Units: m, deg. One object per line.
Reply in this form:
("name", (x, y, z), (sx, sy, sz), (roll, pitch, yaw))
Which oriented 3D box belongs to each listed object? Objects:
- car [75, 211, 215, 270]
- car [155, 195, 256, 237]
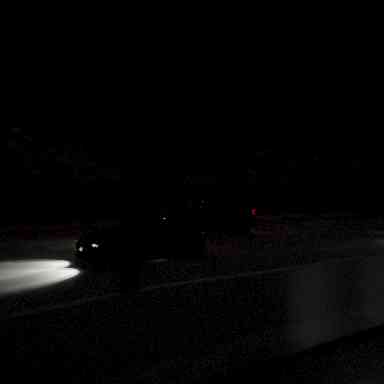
("car", (-1.615, 1.538, 11.005), (4.181, 1.385, 1.994), (0, 0, -32))
("car", (0.597, 1.196, 16.478), (5.566, 2.045, 2.150), (0, 0, -29))
